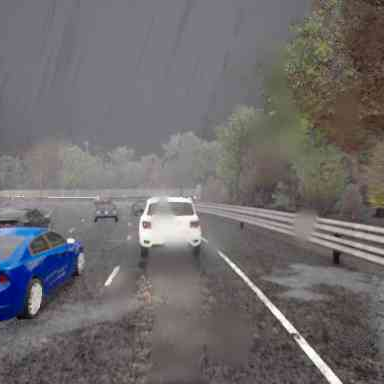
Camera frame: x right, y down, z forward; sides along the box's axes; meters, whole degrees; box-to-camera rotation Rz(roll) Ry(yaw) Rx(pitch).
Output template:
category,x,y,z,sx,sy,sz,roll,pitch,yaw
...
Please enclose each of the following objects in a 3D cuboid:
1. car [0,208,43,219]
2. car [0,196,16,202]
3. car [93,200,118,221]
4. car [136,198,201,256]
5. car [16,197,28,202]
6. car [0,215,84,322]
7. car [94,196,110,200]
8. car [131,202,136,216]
category,x,y,z,sx,sy,sz,roll,pitch,yaw
car,-8.474,1.574,16.724,1.837,1.490,4.892,0,0,-9
car,-45.823,1.884,81.748,4.181,1.385,1.994,0,0,37
car,-7.186,1.626,27.825,2.033,1.411,5.357,0,0,-15
car,-1.000,1.247,13.555,2.150,2.045,5.566,0,0,-7
car,-43.601,1.872,84.453,4.181,1.385,1.994,0,0,37
car,-3.828,1.509,7.331,1.882,1.535,5.008,0,0,-4
car,-15.096,1.513,55.608,2.097,1.767,4.553,0,0,-29
car,-5.051,1.624,33.466,2.033,1.411,5.357,0,0,-16
